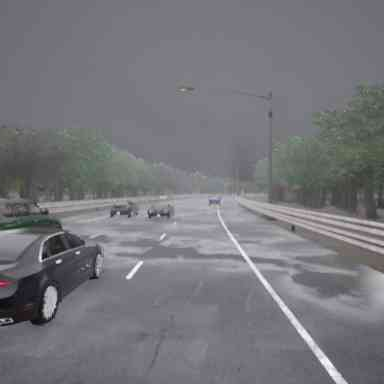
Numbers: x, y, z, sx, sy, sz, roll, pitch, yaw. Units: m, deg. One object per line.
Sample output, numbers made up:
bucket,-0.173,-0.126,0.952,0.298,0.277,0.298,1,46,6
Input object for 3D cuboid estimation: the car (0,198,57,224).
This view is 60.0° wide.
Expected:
car,-6.744,1.236,12.094,2.150,2.045,5.566,0,0,1

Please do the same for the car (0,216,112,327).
car,-3.324,1.514,7.107,1.837,1.490,4.892,0,0,1

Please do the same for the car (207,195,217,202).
car,4.600,1.463,75.066,2.033,1.411,5.357,0,0,7

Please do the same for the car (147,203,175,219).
car,-2.637,1.633,29.480,1.895,1.301,4.718,0,0,3

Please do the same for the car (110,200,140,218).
car,-6.086,1.534,30.457,1.837,1.490,4.892,0,0,3

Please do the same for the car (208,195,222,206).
car,3.850,1.516,56.114,1.882,1.535,5.008,0,0,5
